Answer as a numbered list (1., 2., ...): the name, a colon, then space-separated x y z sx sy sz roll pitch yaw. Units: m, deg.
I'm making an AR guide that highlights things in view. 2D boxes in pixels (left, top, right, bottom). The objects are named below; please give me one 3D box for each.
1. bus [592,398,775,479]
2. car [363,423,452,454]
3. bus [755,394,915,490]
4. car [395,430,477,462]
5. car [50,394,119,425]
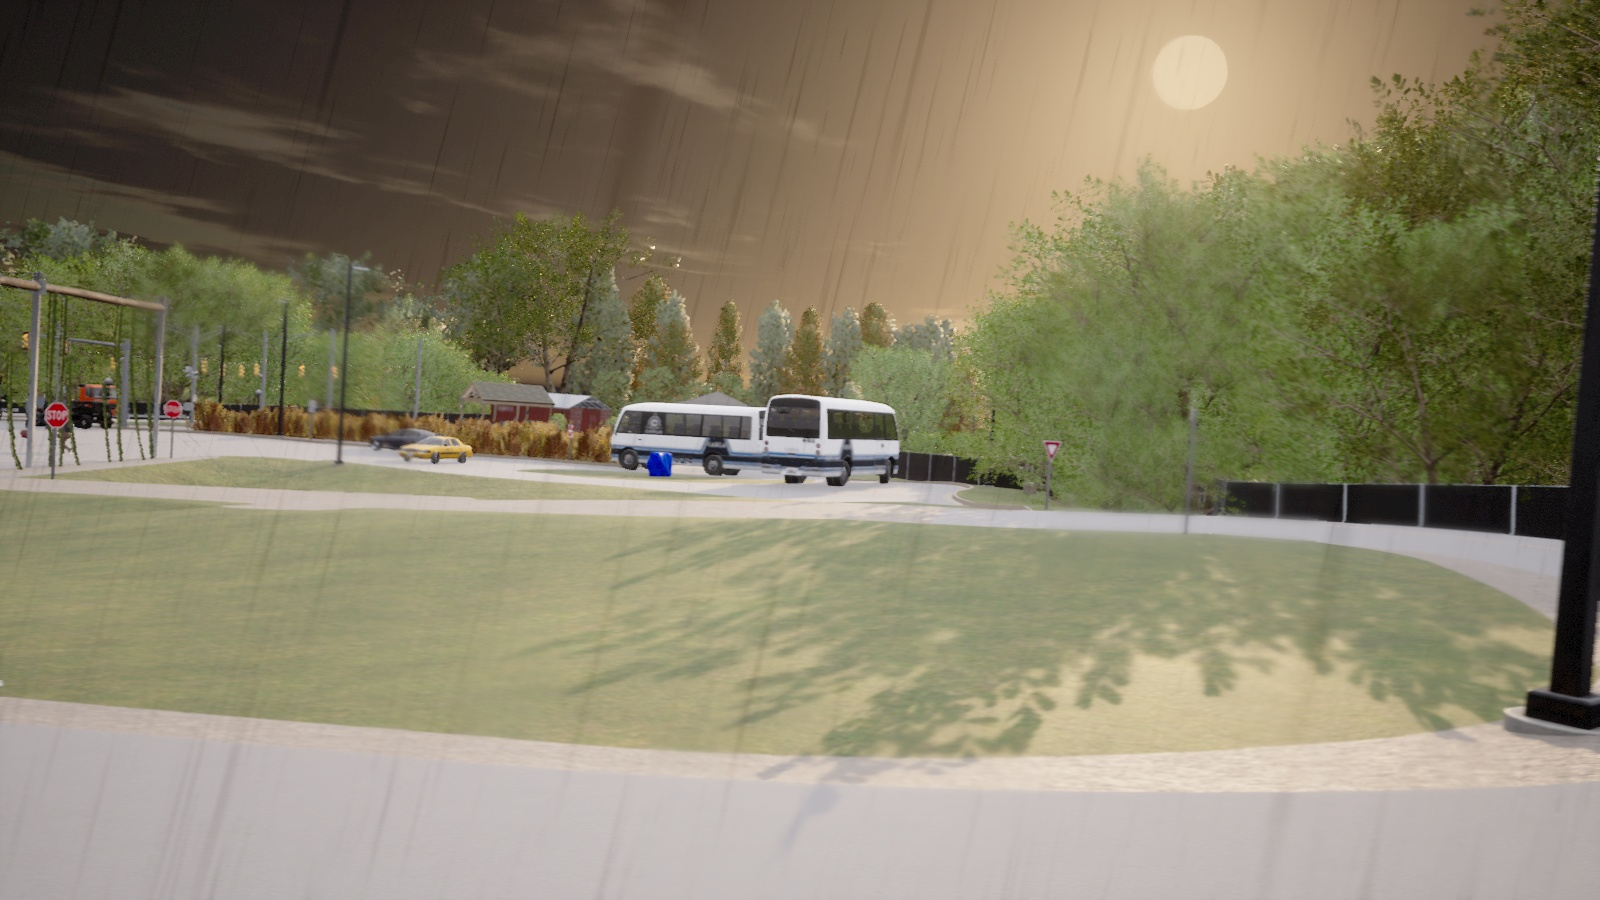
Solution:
1. bus: -7.132 -0.736 77.039 10.273 4.253 3.944 4 1 20
2. car: -23.757 -0.696 76.011 4.792 1.488 2.163 5 2 22
3. bus: 1.998 -0.397 62.926 3.944 4.253 10.273 4 1 26
4. car: -19.747 -0.227 68.347 1.801 1.575 5.366 4 1 13
5. car: -47.641 -2.693 83.625 3.866 1.878 1.905 3 2 19
